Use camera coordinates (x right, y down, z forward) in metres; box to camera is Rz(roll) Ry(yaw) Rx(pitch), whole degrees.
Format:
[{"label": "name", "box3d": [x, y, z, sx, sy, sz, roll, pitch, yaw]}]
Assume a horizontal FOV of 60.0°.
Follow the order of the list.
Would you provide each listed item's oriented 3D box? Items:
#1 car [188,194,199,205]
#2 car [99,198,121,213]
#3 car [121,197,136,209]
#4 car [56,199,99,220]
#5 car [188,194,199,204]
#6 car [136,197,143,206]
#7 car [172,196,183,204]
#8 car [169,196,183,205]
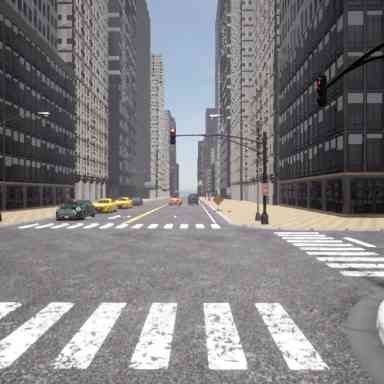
[{"label": "car", "box3d": [0.257, 1.604, 60.118, 1.837, 1.490, 4.892, 0, 0, 0]}, {"label": "car", "box3d": [-9.754, 1.515, 37.384, 1.882, 1.535, 5.008, 0, 0, 0]}, {"label": "car", "box3d": [-9.724, 1.537, 47.066, 1.882, 1.535, 5.008, 0, 0, 0]}, {"label": "car", "box3d": [-9.776, 1.373, 28.196, 2.097, 1.767, 4.553, 0, 0, 0]}, {"label": "car", "box3d": [0.256, 1.359, 70.326, 2.150, 2.045, 5.566, 0, 0, 0]}, {"label": "car", "box3d": [-9.655, 1.638, 57.713, 2.033, 1.411, 5.357, 0, 0, 1]}, {"label": "car", "box3d": [-2.996, 1.631, 70.094, 2.128, 1.511, 4.902, 0, 0, 0]}, {"label": "car", "box3d": [-2.993, 1.450, 59.905, 2.097, 1.767, 4.553, 0, 0, 0]}]
